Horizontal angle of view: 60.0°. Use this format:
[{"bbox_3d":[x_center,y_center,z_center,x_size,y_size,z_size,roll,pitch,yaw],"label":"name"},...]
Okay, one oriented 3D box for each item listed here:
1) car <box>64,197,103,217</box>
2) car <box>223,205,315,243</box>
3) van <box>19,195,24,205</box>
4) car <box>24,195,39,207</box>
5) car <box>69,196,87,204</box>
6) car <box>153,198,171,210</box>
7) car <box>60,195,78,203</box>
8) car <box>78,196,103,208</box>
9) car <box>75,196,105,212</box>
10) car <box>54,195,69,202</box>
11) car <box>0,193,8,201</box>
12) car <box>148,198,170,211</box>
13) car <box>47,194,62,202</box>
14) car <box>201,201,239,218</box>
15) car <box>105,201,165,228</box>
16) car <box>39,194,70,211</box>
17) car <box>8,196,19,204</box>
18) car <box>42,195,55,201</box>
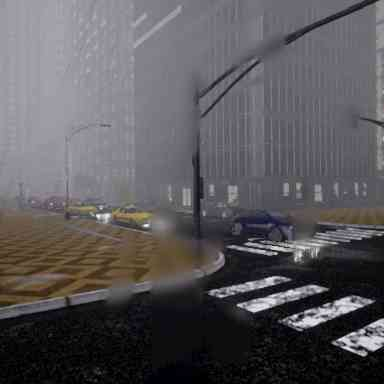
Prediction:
[{"bbox_3d":[-10.479,1.531,31.885,1.752,1.417,4.829,-1,1,-36],"label":"car"},{"bbox_3d":[3.815,1.566,16.345,1.994,1.385,4.181,-1,1,-36],"label":"car"},{"bbox_3d":[-26.761,1.301,54.607,1.690,1.788,3.998,-1,1,-36],"label":"van"},{"bbox_3d":[-23.514,1.409,50.097,1.967,1.590,4.097,-1,1,-36],"label":"car"},{"bbox_3d":[-20.363,1.385,59.211,1.887,1.381,4.507,-1,1,-36],"label":"car"},{"bbox_3d":[-4.088,1.325,36.693,1.967,1.590,4.097,-1,1,-36],"label":"car"},{"bbox_3d":[-23.609,1.382,63.722,2.008,1.369,4.403,-1,1,-36],"label":"car"},{"bbox_3d":[-14.277,1.401,46.535,1.837,1.490,4.892,-1,0,-36],"label":"car"},{"bbox_3d":[-10.823,1.453,36.697,2.128,1.511,4.902,-1,1,-36],"label":"car"},{"bbox_3d":[-26.854,1.404,68.232,1.802,1.307,4.206,-1,1,-36],"label":"car"},{"bbox_3d":[-46.234,1.447,81.672,1.887,1.381,4.507,-1,1,-36],"label":"car"},{"bbox_3d":[-4.293,1.527,27.608,2.033,1.411,5.357,-1,1,-36],"label":"car"},{"bbox_3d":[-30.101,1.252,72.742,1.967,1.590,4.097,-1,1,-36],"label":"car"},{"bbox_3d":[2.463,1.452,27.713,2.008,1.369,4.403,-1,1,-36],"label":"car"},{"bbox_3d":[-4.044,1.550,22.821,1.752,1.417,4.829,-1,1,-36],"label":"car"},{"bbox_3d":[-17.022,1.427,41.076,1.967,1.590,4.097,-1,1,-36],"label":"car"},{"bbox_3d":[-33.250,1.492,63.630,2.008,1.369,4.403,-1,1,-36],"label":"car"},{"bbox_3d":[-33.446,1.328,77.391,1.752,1.417,4.829,-1,1,-36],"label":"car"}]
